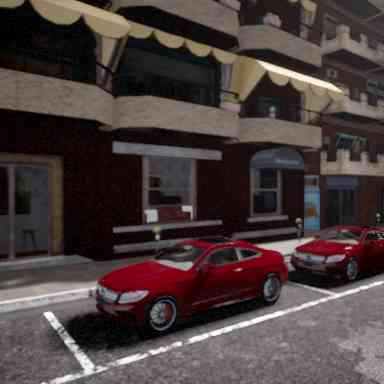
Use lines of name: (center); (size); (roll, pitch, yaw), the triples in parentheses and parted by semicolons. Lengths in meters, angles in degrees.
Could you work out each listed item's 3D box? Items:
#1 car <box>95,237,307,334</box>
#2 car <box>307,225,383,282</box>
car: (0.212, 1.621, 6.726); (4.206, 1.307, 1.802); (1, -1, -36)
car: (4.771, 1.675, 9.981); (4.206, 1.307, 1.802); (1, -1, -36)
